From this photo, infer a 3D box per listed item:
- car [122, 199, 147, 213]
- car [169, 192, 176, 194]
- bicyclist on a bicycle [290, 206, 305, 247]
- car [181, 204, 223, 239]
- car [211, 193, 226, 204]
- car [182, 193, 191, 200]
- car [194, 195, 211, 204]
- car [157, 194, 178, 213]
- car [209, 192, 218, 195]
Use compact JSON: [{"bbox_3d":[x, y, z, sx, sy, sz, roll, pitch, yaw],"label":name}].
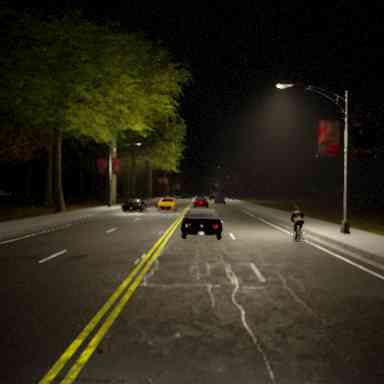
[{"bbox_3d":[-5.773,1.366,33.744,1.994,1.385,4.181,1,0,2],"label":"car"},{"bbox_3d":[-4.579,0.860,76.186,2.097,1.767,4.553,1,0,1],"label":"car"},{"bbox_3d":[4.461,1.445,14.075,0.582,1.620,1.656,1,0,1],"label":"bicyclist on a bicycle"},{"bbox_3d":[0.492,1.537,17.014,1.895,1.301,4.718,1,0,1],"label":"car"},{"bbox_3d":[4.789,1.397,57.568,2.033,1.411,5.357,1,0,1],"label":"car"},{"bbox_3d":[-1.322,0.988,76.488,1.882,1.535,5.008,1,0,1],"label":"car"},{"bbox_3d":[1.260,1.404,46.807,1.994,1.385,4.181,1,0,1],"label":"car"},{"bbox_3d":[-2.487,1.313,35.044,1.882,1.535,5.008,1,0,2],"label":"car"},{"bbox_3d":[5.255,1.029,79.402,2.150,2.045,5.566,1,0,1],"label":"car"}]
